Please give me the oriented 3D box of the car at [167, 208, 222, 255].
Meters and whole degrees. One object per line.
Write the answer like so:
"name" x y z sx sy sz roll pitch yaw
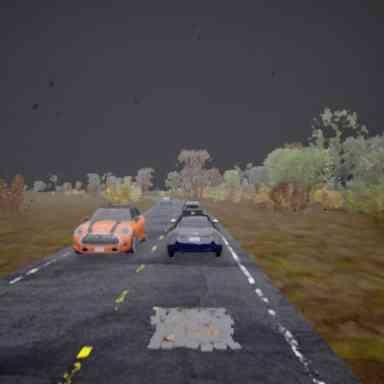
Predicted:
"car" 0.099 1.553 13.190 1.994 1.385 4.181 0 0 0

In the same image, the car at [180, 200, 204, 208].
"car" 0.000 1.481 29.791 1.837 1.490 4.892 0 0 -1

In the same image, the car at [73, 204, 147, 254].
"car" -3.102 1.341 13.386 2.097 1.767 4.553 0 0 0

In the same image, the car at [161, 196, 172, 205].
"car" -4.312 1.489 56.053 1.812 1.442 4.674 0 0 -4
